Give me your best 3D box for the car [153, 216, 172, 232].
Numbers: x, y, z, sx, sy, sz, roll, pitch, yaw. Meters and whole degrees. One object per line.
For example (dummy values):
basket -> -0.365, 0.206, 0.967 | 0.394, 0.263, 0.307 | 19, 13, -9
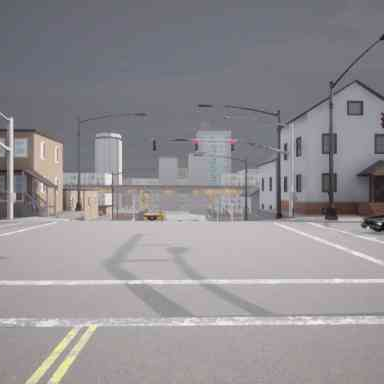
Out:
car -> -3.818, 4.234, 43.784 | 2.128, 1.511, 4.902 | 0, -13, -1

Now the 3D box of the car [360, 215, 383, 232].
car -> 12.187, 1.548, 18.052 | 5.357, 1.411, 2.033 | 0, 0, -1

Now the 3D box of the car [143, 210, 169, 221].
car -> -3.702, 2.536, 33.562 | 1.882, 1.535, 5.008 | 0, -9, 1
